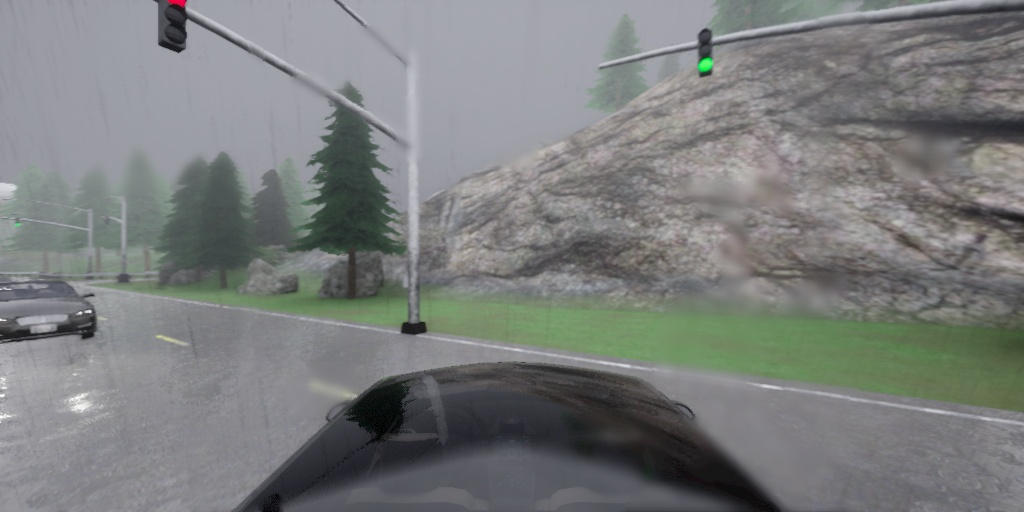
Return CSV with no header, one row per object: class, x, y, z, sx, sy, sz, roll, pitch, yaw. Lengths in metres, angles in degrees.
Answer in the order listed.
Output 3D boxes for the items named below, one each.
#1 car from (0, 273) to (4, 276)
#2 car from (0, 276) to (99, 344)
car,-27.356,1.601,18.440,4.892,1.490,1.837,-1,-1,32
car,-12.679,1.401,9.404,4.902,1.511,2.128,-1,-1,31
